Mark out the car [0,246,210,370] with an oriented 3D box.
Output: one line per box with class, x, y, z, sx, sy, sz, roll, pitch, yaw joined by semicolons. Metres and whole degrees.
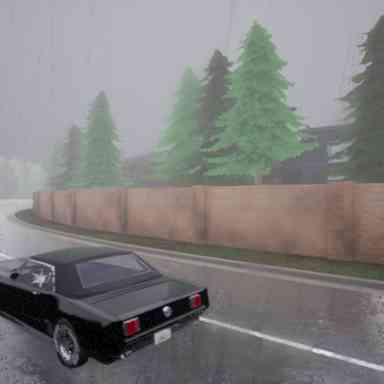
car;-2.096;1.647;5.835;4.718;1.301;1.895;-1;0;39
